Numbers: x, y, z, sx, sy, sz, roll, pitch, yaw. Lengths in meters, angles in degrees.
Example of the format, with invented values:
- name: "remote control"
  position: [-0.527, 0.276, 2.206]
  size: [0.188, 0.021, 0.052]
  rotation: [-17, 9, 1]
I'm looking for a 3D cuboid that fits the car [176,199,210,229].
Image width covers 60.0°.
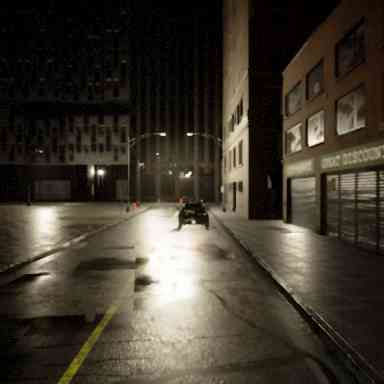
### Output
- name: "car"
  position: [0.089, 1.421, 21.067]
  size: [1.837, 1.490, 4.892]
  rotation: [0, 0, 0]

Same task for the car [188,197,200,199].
- name: "car"
  position: [0.205, 1.328, 37.553]
  size: [1.882, 1.535, 5.008]
  rotation: [0, 0, 2]
